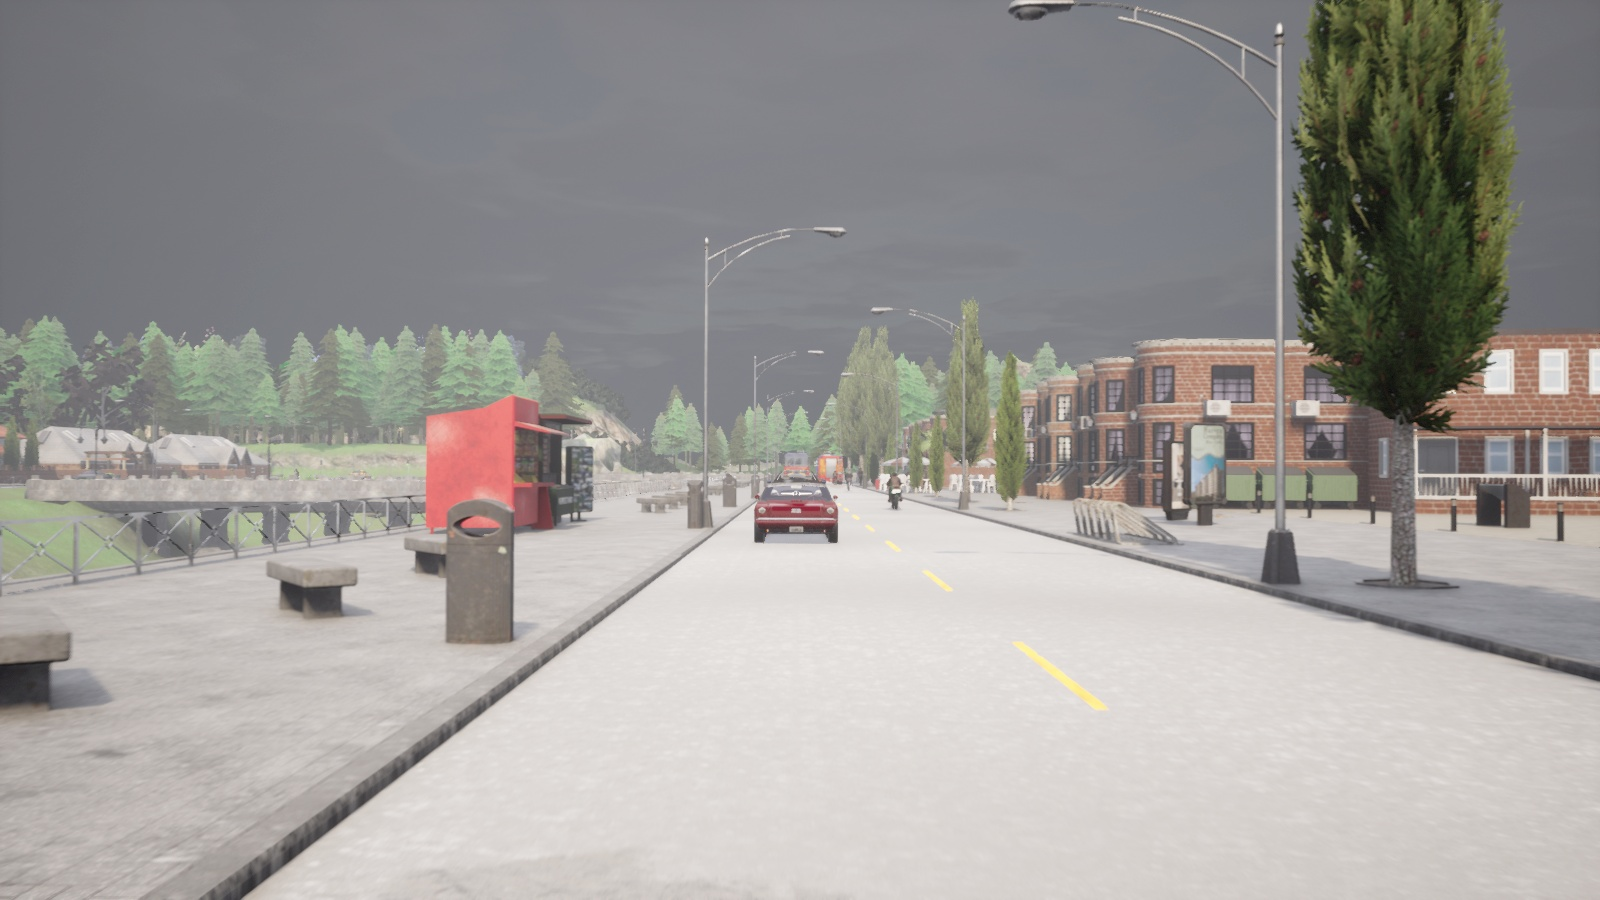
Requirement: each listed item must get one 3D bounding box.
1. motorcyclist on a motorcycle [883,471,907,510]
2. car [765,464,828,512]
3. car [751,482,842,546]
[{"bbox_3d":[3.866,1.640,51.277,0.797,1.523,2.044,0,-1,0],"label":"motorcyclist on a motorcycle"},{"bbox_3d":[-0.119,1.361,45.843,2.152,1.651,5.027,0,-1,0],"label":"car"},{"bbox_3d":[-0.074,1.395,28.675,1.895,1.301,4.718,0,-1,0],"label":"car"}]
